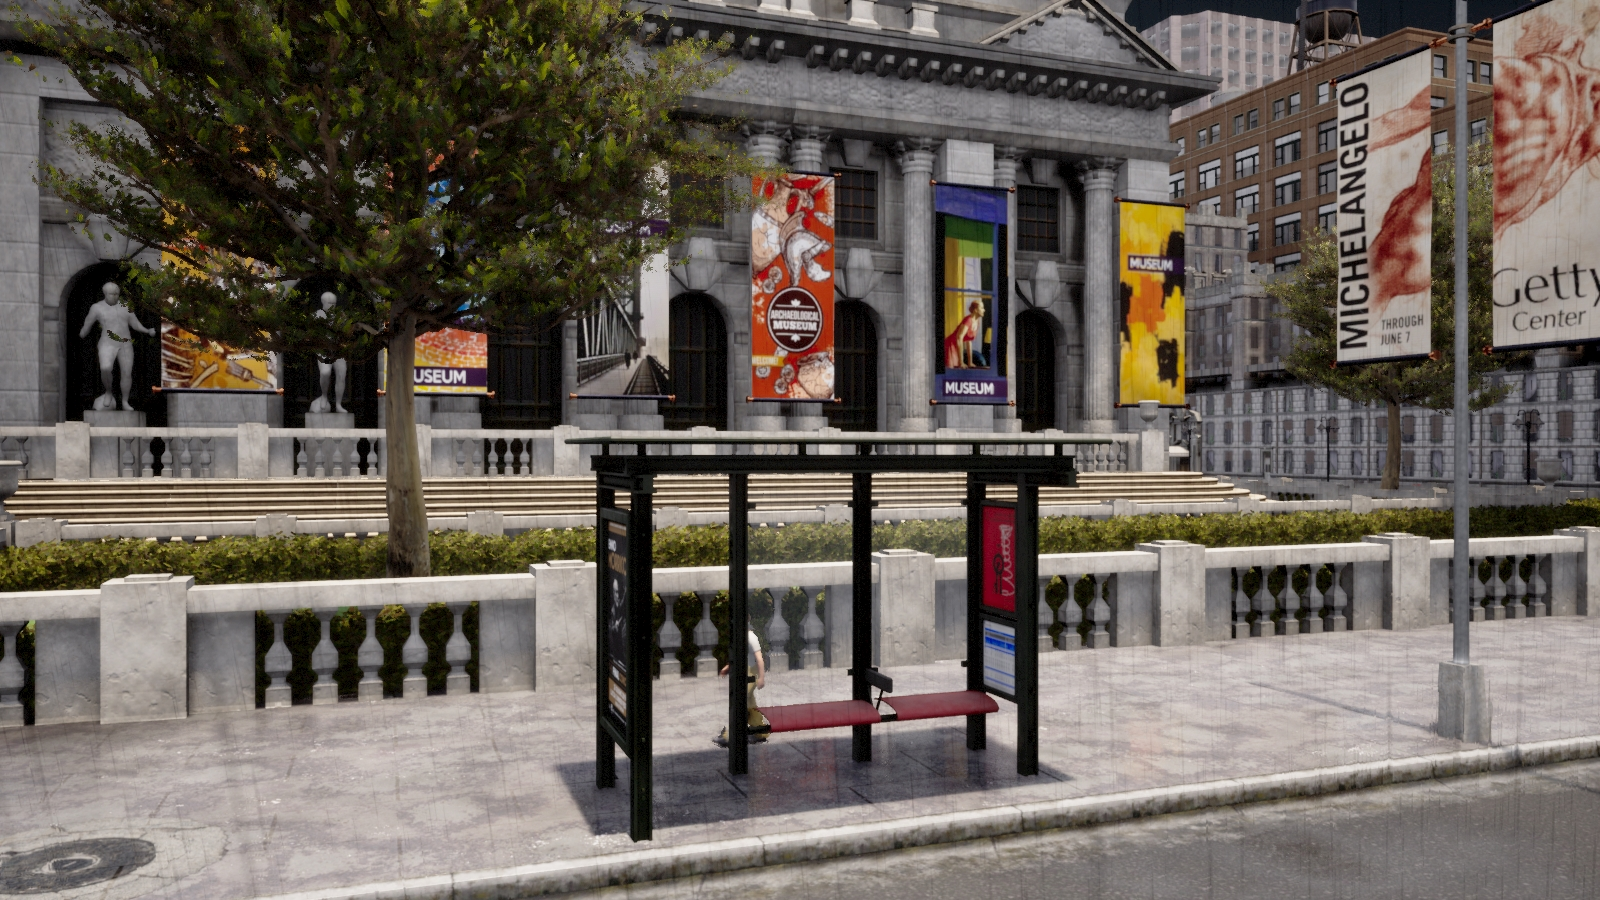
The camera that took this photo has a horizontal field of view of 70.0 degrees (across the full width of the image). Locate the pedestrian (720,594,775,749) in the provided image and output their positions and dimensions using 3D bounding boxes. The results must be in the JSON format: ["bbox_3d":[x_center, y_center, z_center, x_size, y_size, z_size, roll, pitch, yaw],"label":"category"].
[{"bbox_3d":[-0.474,1.978,10.288,0.375,1.300,0.375,0,0,-25],"label":"pedestrian"}]
